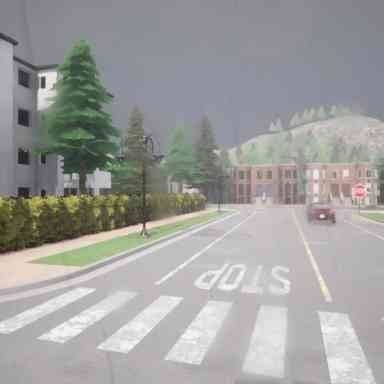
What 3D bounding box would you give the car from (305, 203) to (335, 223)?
[{"bbox_3d":[9.658,1.523,25.206,1.812,1.442,4.674,0,0,16],"label":"car"}]
